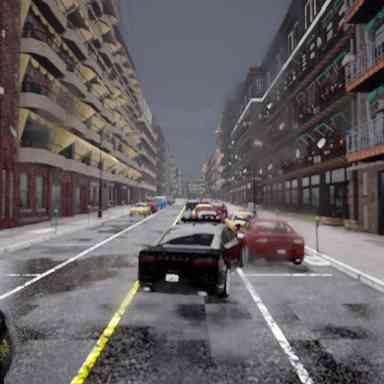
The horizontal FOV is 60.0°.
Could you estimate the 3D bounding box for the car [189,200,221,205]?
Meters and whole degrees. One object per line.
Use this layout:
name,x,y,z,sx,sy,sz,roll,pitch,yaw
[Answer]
car,0.873,1.600,24.746,1.801,1.575,5.366,0,0,0

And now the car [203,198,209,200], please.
car,2.660,1.797,39.533,2.008,1.369,4.403,1,0,0

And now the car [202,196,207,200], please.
car,2.693,1.916,56.125,1.887,1.381,4.507,1,0,0

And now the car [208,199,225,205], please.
car,2.650,1.752,34.002,1.887,1.381,4.507,1,0,0

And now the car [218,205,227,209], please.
car,2.619,1.625,17.582,1.752,1.417,4.829,1,0,0

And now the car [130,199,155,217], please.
car,-5.230,1.732,33.910,1.752,1.417,4.829,2,0,0

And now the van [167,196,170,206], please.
van,-5.183,1.713,56.203,1.690,1.788,3.998,1,0,0

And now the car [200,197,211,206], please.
car,2.724,1.904,67.187,1.967,1.590,4.097,1,0,0

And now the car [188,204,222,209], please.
car,0.861,1.631,18.552,1.812,1.442,4.674,0,0,0

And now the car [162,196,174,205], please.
car,-5.150,1.827,72.793,2.192,1.841,5.009,1,0,0

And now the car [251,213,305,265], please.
car,2.607,1.611,11.880,1.887,1.381,4.507,1,0,0

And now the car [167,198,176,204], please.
car,-5.135,2.178,83.854,1.947,1.339,4.313,1,-1,0

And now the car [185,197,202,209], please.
car,0.098,1.766,45.405,1.882,1.535,5.008,0,0,0

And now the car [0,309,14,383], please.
car,-2.747,1.535,1.685,1.812,1.442,4.674,0,0,0

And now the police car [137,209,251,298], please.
police car,0.293,1.474,8.934,1.930,1.638,5.238,0,0,15

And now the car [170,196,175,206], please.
car,-5.161,1.779,67.264,2.192,1.841,5.009,1,0,0

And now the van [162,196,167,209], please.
van,-5.193,1.668,50.671,1.690,1.788,3.998,2,0,0

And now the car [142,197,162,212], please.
car,-5.213,1.561,39.613,2.192,1.841,5.009,2,0,0

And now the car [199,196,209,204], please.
car,2.706,1.876,78.250,2.192,1.841,5.009,1,-1,0

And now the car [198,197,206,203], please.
car,2.724,2.105,89.311,1.967,1.590,4.097,1,-1,0

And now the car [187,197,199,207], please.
car,0.115,1.748,59.243,2.097,1.767,4.553,0,0,0
